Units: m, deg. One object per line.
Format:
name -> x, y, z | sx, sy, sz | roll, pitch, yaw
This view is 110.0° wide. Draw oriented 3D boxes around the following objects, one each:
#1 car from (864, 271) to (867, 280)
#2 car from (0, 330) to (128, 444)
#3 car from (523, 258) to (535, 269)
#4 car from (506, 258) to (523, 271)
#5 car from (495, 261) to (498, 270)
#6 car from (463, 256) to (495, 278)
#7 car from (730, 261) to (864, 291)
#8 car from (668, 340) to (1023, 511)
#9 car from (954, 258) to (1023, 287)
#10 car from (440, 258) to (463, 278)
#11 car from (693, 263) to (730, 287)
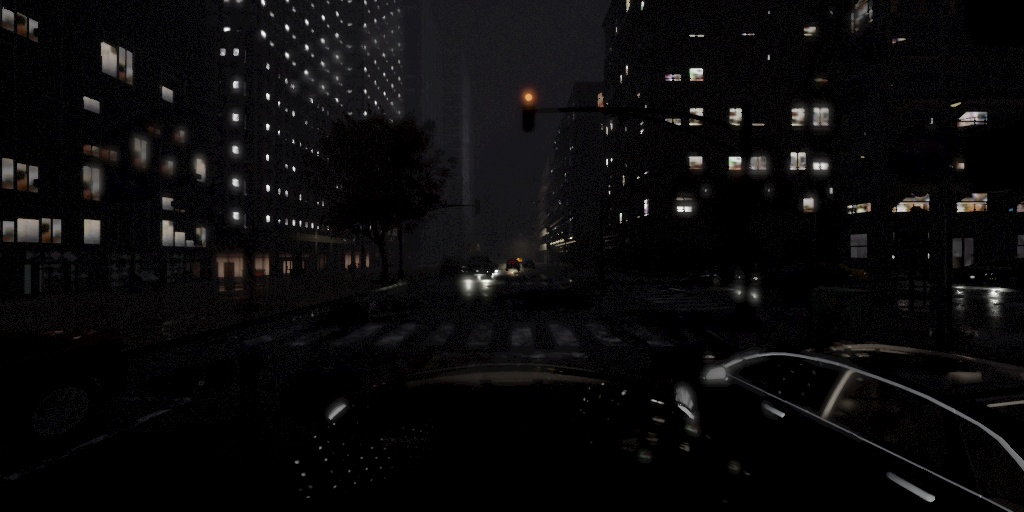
car -> 18.842, 0.993, 22.033 | 4.829, 1.417, 1.751 | 0, 0, -1
car -> -5.691, 1.295, 2.575 | 1.888, 1.381, 4.507 | 0, 0, 0
car -> 2.719, 1.350, 57.049 | 1.948, 1.339, 4.313 | 0, 0, 0
car -> 0.126, 1.270, 50.337 | 2.128, 1.511, 4.902 | 0, 0, 0
car -> -3.078, 1.298, 44.469 | 1.812, 1.442, 4.674 | 0, 0, 0
car -> -3.083, 0.986, 34.588 | 2.150, 2.045, 5.566 | 0, 0, 0
car -> 15.263, 1.068, 19.410 | 5.357, 1.411, 2.033 | -1, 0, -1
car -> 2.689, 1.300, 2.571 | 2.007, 1.370, 4.403 | 0, 0, 0
car -> 27.465, 0.857, 19.523 | 4.892, 1.490, 1.837 | -1, 0, 0
car -> -5.674, 1.079, 34.963 | 2.192, 1.841, 5.009 | 0, 0, 0
car -> 13.445, 1.095, 21.981 | 4.403, 1.370, 2.007 | 0, 0, -1
